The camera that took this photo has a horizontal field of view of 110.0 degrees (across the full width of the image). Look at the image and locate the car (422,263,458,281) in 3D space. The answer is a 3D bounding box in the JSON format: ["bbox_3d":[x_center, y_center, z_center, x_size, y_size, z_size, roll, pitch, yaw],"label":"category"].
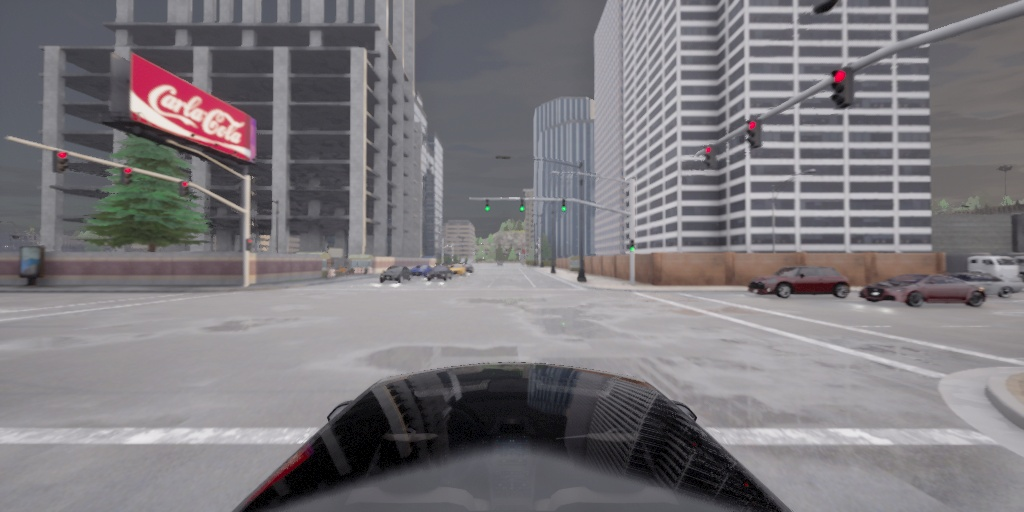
[{"bbox_3d":[-7.116,1.740,36.019,2.033,1.411,5.357,0,-1,0],"label":"car"}]

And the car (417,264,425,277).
[{"bbox_3d":[-10.610,1.754,42.568,1.882,1.535,5.008,0,-1,0],"label":"car"}]

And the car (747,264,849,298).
[{"bbox_3d":[15.543,1.338,19.642,4.553,1.767,2.097,0,-1,0],"label":"car"}]

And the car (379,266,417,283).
[{"bbox_3d":[-10.612,1.658,33.073,1.837,1.490,4.892,0,-1,0],"label":"car"}]

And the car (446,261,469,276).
[{"bbox_3d":[-7.104,1.803,46.330,1.882,1.535,5.008,0,-1,0],"label":"car"}]

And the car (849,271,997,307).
[{"bbox_3d":[18.332,1.505,16.156,4.181,1.385,1.994,0,-1,0],"label":"car"}]

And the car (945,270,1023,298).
[{"bbox_3d":[24.536,1.589,19.686,4.718,1.301,1.895,0,-1,0],"label":"car"}]

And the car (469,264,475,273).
[{"bbox_3d":[-7.041,2.010,56.880,2.033,1.411,5.357,0,-1,0],"label":"car"}]
